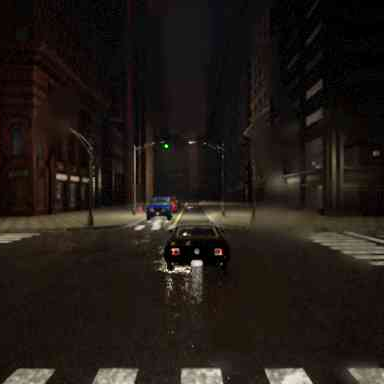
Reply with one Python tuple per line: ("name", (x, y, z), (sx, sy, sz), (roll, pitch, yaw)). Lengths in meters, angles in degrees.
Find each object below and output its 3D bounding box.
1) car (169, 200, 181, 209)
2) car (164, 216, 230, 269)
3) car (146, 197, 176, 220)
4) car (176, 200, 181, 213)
("car", (-2.912, 2.131, 57.573), (1.994, 1.385, 4.181), (0, 0, 0))
("car", (0.165, 1.715, 11.498), (1.895, 1.301, 4.718), (0, 0, 1))
("car", (-2.960, 1.524, 31.355), (2.150, 2.045, 5.566), (0, -1, 0))
("car", (-2.968, 1.634, 42.845), (2.150, 2.045, 5.566), (0, 0, 0))
